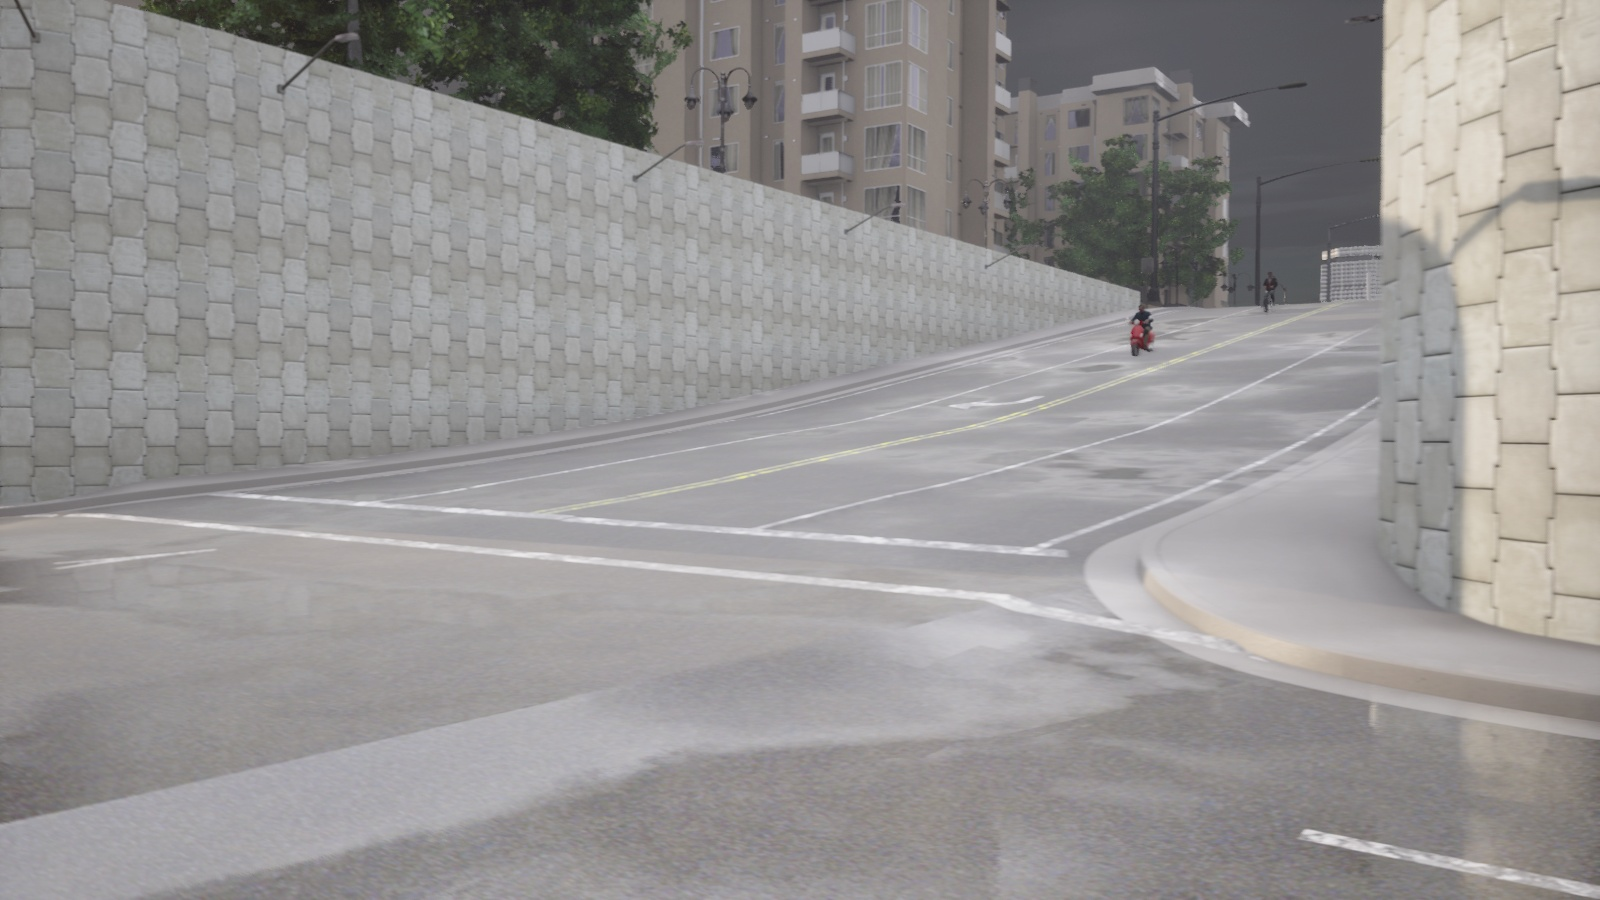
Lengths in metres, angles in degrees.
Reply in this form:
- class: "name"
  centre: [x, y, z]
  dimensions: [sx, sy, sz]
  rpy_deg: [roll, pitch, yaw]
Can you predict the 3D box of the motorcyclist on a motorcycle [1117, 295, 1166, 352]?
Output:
- class: "motorcyclist on a motorcycle"
  centre: [10.826, -4.004, 39.762]
  dimensions: [0.866, 1.590, 1.817]
  rpy_deg: [0, 10, 35]
